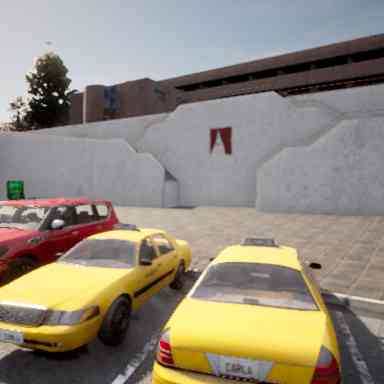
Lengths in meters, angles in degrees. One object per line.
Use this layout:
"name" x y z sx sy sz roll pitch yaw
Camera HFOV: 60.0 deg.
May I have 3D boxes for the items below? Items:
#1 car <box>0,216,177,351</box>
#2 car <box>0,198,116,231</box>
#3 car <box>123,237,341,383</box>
"car" -1.457 1.452 6.631 1.946 1.575 5.366 1 0 16
"car" -3.850 1.193 8.530 2.435 2.045 5.566 1 0 16
"car" 1.076 1.473 5.246 1.946 1.575 5.366 0 -1 16
